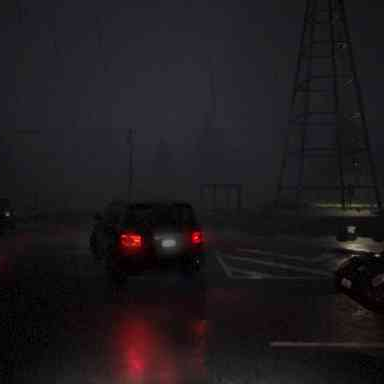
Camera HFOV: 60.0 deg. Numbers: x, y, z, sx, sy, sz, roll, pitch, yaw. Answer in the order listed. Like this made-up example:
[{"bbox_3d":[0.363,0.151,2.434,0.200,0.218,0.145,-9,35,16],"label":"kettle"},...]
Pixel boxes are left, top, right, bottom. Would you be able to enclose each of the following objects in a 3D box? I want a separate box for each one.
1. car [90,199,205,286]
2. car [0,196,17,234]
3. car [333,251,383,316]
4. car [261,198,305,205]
[{"bbox_3d":[-1.544,1.203,9.733,2.150,2.045,5.566,0,0,-23],"label":"car"},{"bbox_3d":[-11.649,1.190,16.383,5.566,2.045,2.150,0,0,4],"label":"car"},{"bbox_3d":[4.895,1.508,6.377,3.905,1.438,1.784,0,0,0],"label":"car"},{"bbox_3d":[9.714,1.409,35.058,5.008,1.535,1.882,0,0,1],"label":"car"}]
